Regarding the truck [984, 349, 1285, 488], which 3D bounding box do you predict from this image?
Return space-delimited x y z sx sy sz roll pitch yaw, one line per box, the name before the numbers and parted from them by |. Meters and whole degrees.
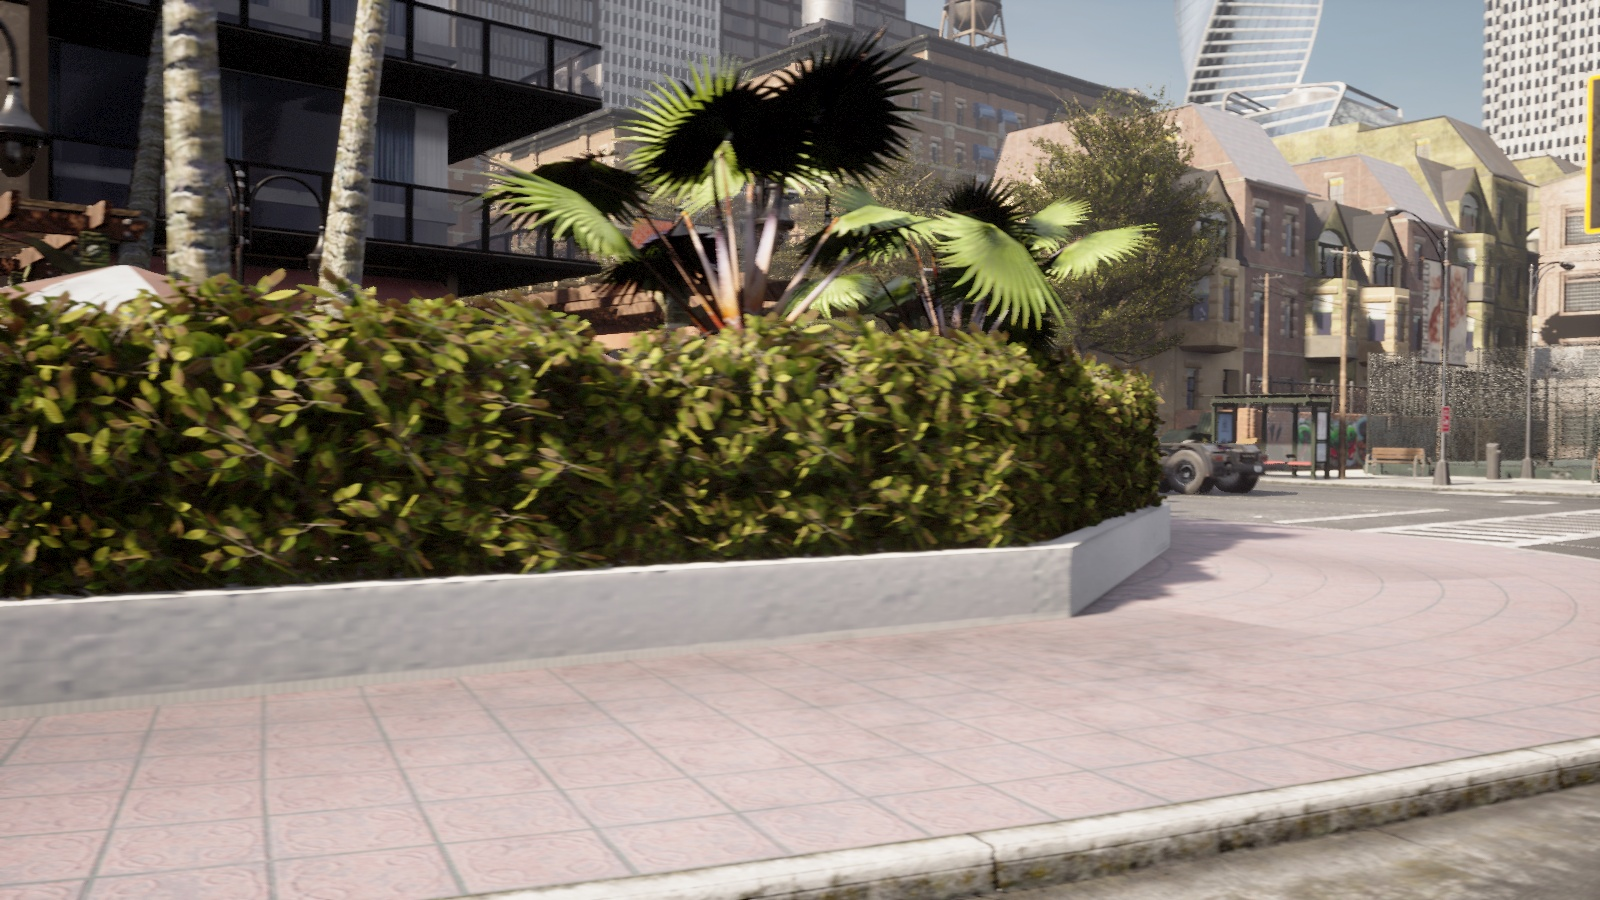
truck | 9.177 -0.823 35.363 2.891 3.462 7.936 -1 1 -40
